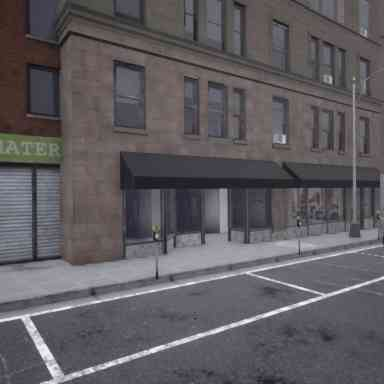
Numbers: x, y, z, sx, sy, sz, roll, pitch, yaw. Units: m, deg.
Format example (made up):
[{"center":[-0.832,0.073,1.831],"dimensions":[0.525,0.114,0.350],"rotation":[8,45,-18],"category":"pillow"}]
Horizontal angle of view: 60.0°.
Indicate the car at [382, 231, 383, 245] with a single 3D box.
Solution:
[{"center":[9.271,1.540,13.189],"dimensions":[4.507,1.381,1.887],"rotation":[0,-1,-36],"category":"car"}]
